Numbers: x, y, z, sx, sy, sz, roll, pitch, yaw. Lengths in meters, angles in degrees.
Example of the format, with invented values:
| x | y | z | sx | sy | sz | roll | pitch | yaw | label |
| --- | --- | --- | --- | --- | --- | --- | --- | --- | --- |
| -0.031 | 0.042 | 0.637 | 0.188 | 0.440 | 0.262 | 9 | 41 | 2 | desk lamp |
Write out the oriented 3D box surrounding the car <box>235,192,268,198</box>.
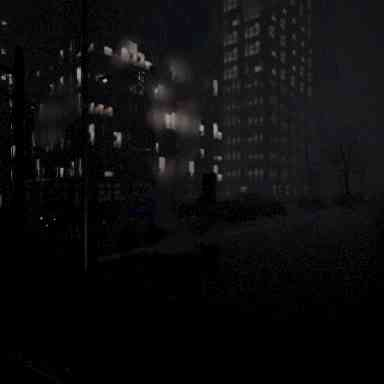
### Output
| x | y | z | sx | sy | sz | roll | pitch | yaw | label |
| --- | --- | --- | --- | --- | --- | --- | --- | --- | --- |
| 5.864 | 1.079 | 36.808 | 2.150 | 2.045 | 5.566 | 0 | 0 | 40 | car |

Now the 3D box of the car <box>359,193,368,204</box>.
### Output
| x | y | z | sx | sy | sz | roll | pitch | yaw | label |
| --- | --- | --- | --- | --- | --- | --- | --- | --- | --- |
| 24.529 | 0.968 | 50.318 | 2.192 | 1.841 | 5.009 | 0 | 1 | 40 | car |

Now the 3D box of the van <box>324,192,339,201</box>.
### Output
| x | y | z | sx | sy | sz | roll | pitch | yaw | label |
| --- | --- | --- | --- | --- | --- | --- | --- | --- | --- |
| 28.947 | 0.902 | 68.830 | 1.690 | 1.788 | 3.998 | 0 | 1 | 40 | van |

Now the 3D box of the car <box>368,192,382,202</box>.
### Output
| x | y | z | sx | sy | sz | roll | pitch | yaw | label |
| --- | --- | --- | --- | --- | --- | --- | --- | --- | --- |
| 31.882 | 1.088 | 59.224 | 1.752 | 1.417 | 4.829 | 0 | 1 | 40 | car |

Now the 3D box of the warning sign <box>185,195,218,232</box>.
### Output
| x | y | z | sx | sy | sz | roll | pitch | yaw | label |
| --- | --- | --- | --- | --- | --- | --- | --- | --- | --- |
| 0.495 | 1.077 | 17.508 | 1.300 | 1.860 | 1.060 | -1 | -1 | 40 | warning sign |

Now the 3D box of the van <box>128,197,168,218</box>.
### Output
| x | y | z | sx | sy | sz | roll | pitch | yaw | label |
| --- | --- | --- | --- | --- | --- | --- | --- | --- | --- |
| -3.746 | 1.306 | 29.430 | 1.690 | 1.788 | 3.998 | 0 | 1 | 40 | van |

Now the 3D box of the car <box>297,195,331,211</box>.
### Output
| x | y | z | sx | sy | sz | roll | pitch | yaw | label |
| --- | --- | --- | --- | --- | --- | --- | --- | --- | --- |
| 13.663 | 1.369 | 37.161 | 1.802 | 1.307 | 4.206 | 0 | 1 | 40 | car |

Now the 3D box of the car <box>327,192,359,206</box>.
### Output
| x | y | z | sx | sy | sz | roll | pitch | yaw | label |
| --- | --- | --- | --- | --- | --- | --- | --- | --- | --- |
| 20.907 | 1.013 | 45.932 | 2.192 | 1.841 | 5.009 | 0 | 1 | 40 | car |

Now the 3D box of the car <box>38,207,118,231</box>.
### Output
| x | y | z | sx | sy | sz | roll | pitch | yaw | label |
| --- | --- | --- | --- | --- | --- | --- | --- | --- | --- |
| -7.119 | 1.620 | 21.100 | 1.895 | 1.301 | 4.718 | 0 | 0 | 37 | car |

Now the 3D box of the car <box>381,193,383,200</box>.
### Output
| x | y | z | sx | sy | sz | roll | pitch | yaw | label |
| --- | --- | --- | --- | --- | --- | --- | --- | --- | --- |
| 42.641 | 0.981 | 72.253 | 2.008 | 1.369 | 4.403 | 0 | 1 | 40 | car |

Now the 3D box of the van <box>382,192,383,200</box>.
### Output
| x | y | z | sx | sy | sz | roll | pitch | yaw | label |
| --- | --- | --- | --- | --- | --- | --- | --- | --- | --- |
| 39.019 | 0.816 | 67.865 | 1.690 | 1.788 | 3.998 | 0 | 1 | 40 | van |

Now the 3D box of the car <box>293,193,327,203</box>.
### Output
| x | y | z | sx | sy | sz | roll | pitch | yaw | label |
| --- | --- | --- | --- | --- | --- | --- | --- | --- | --- |
| 15.474 | 1.231 | 43.434 | 1.882 | 1.535 | 5.008 | 0 | 0 | 39 | car |

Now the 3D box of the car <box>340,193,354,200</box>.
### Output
| x | y | z | sx | sy | sz | roll | pitch | yaw | label |
| --- | --- | --- | --- | --- | --- | --- | --- | --- | --- |
| 36.192 | 1.038 | 77.606 | 1.947 | 1.339 | 4.313 | 0 | 1 | 40 | car |

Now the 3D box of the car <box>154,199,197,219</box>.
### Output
| x | y | z | sx | sy | sz | roll | pitch | yaw | label |
| --- | --- | --- | --- | --- | --- | --- | --- | --- | --- |
| -0.814 | 1.505 | 28.726 | 1.994 | 1.385 | 4.181 | 0 | 0 | 40 | car |

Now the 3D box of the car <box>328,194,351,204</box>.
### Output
| x | y | z | sx | sy | sz | roll | pitch | yaw | label |
| --- | --- | --- | --- | --- | --- | --- | --- | --- | --- |
| 23.787 | 1.142 | 53.505 | 2.128 | 1.511 | 4.902 | 0 | 0 | 40 | car |

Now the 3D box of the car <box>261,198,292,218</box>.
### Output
| x | y | z | sx | sy | sz | roll | pitch | yaw | label |
| --- | --- | --- | --- | --- | --- | --- | --- | --- | --- |
| 6.470 | 1.443 | 28.347 | 1.947 | 1.339 | 4.313 | 0 | 1 | 40 | car |

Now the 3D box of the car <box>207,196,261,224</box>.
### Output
| x | y | z | sx | sy | sz | roll | pitch | yaw | label |
| --- | --- | --- | --- | --- | --- | --- | --- | --- | --- |
| 2.891 | 1.362 | 23.925 | 1.967 | 1.590 | 4.097 | 0 | 1 | 40 | car |

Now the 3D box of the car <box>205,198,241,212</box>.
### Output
| x | y | z | sx | sy | sz | roll | pitch | yaw | label |
| --- | --- | --- | --- | --- | --- | --- | --- | --- | --- |
| 3.585 | 1.419 | 38.133 | 1.887 | 1.381 | 4.507 | 0 | 1 | 40 | car |
